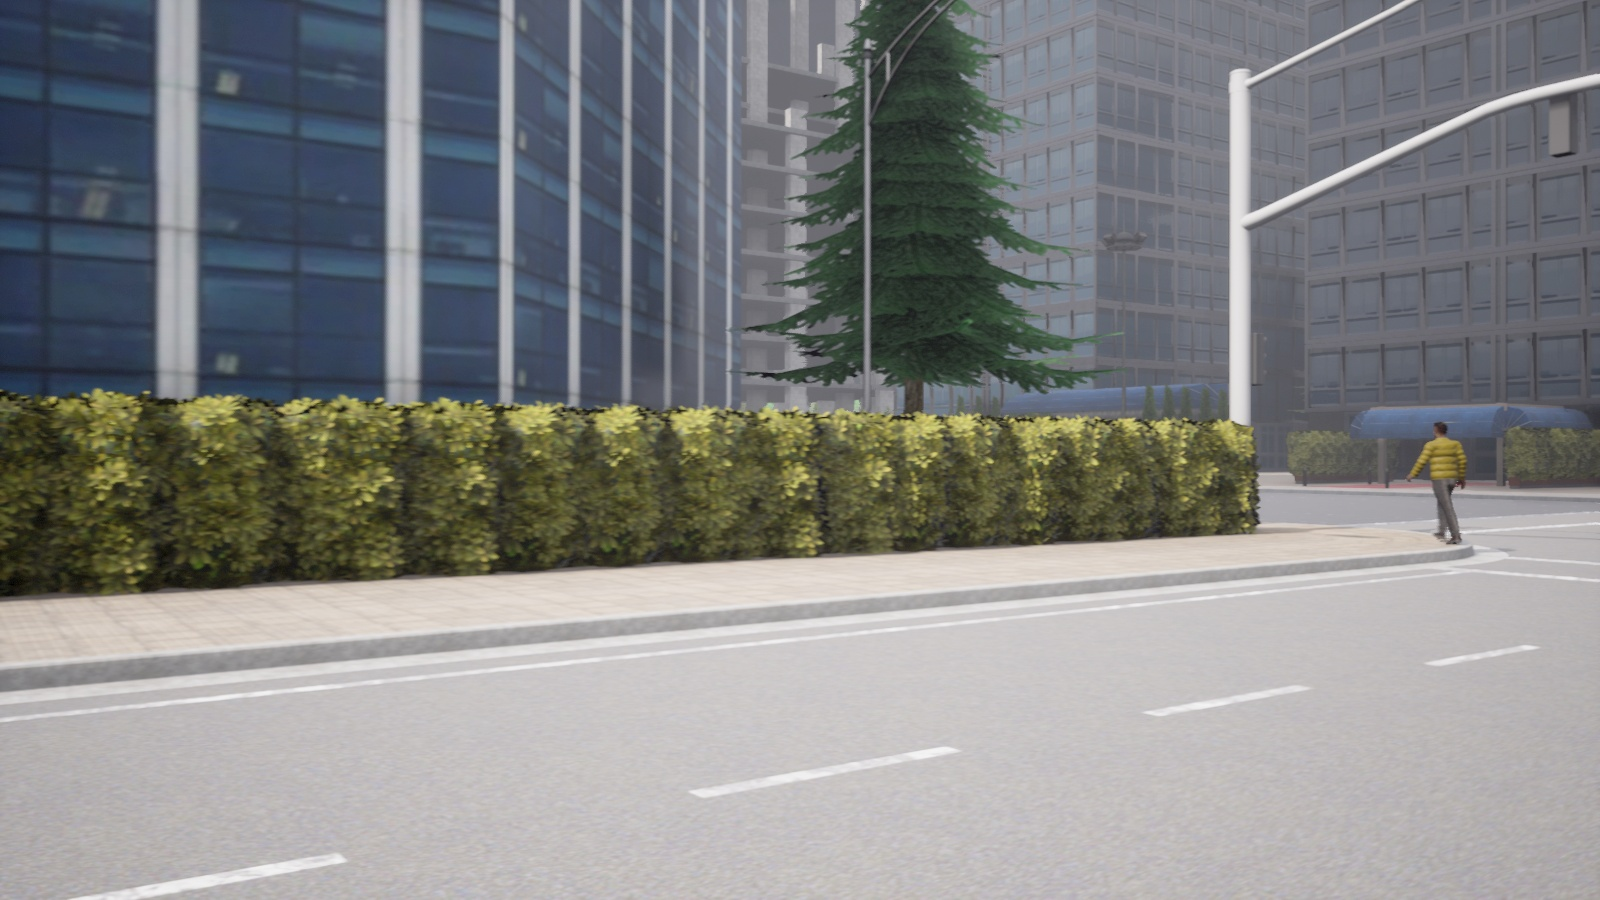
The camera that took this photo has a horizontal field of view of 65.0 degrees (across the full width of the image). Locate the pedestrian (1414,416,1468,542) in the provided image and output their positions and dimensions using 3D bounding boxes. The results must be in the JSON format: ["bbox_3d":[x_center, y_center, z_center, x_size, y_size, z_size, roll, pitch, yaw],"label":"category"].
[{"bbox_3d":[9.576,0.428,18.777,0.431,1.840,0.709,0,0,-2],"label":"pedestrian"}]
